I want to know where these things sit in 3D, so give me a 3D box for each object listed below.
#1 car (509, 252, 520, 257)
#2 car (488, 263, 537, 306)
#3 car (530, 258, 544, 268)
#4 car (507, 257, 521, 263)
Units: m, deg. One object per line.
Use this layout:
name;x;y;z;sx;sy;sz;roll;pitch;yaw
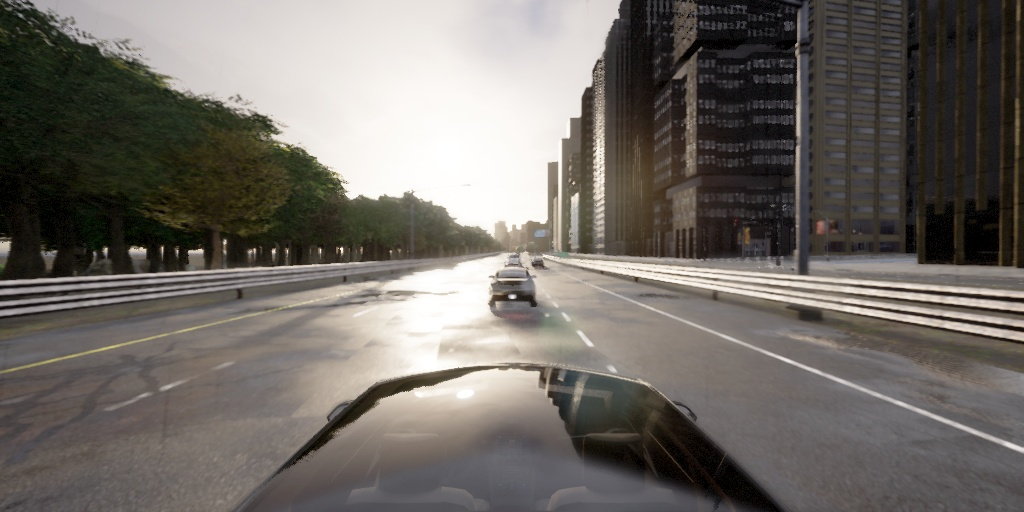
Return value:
car;0.386;0.734;60.003;2.150;2.045;5.566;0;0;1
car;0.027;1.240;15.623;1.837;1.490;4.892;0;0;0
car;3.940;1.040;56.212;1.837;1.490;4.892;0;1;1
car;0.153;1.127;37.611;2.128;1.511;4.902;0;0;0
